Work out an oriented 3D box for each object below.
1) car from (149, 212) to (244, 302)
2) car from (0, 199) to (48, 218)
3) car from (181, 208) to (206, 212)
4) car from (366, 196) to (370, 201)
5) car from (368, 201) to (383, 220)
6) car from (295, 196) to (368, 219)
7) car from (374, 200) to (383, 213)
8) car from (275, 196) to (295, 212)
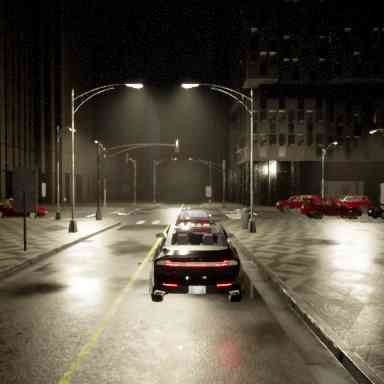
[{"bbox_3d":[0.087,1.490,8.223,2.128,1.511,4.902,0,0,0],"label":"car"},{"bbox_3d":[-14.964,1.567,29.021,4.507,1.381,1.887,0,1,0],"label":"car"},{"bbox_3d":[0.074,1.550,17.932,2.033,1.411,5.357,0,0,0],"label":"car"},{"bbox_3d":[17.692,1.353,37.692,5.009,1.841,2.192,0,1,0],"label":"car"},{"bbox_3d":[17.720,1.742,29.171,4.313,1.339,1.947,0,1,0],"label":"car"},{"bbox_3d":[12.078,1.463,29.142,5.009,1.841,2.192,0,1,0],"label":"car"},{"bbox_3d":[23.334,1.633,37.720,4.313,1.339,1.947,0,1,0],"label":"car"},{"bbox_3d":[12.049,1.325,37.666,5.009,1.841,2.192,0,1,0],"label":"car"}]
